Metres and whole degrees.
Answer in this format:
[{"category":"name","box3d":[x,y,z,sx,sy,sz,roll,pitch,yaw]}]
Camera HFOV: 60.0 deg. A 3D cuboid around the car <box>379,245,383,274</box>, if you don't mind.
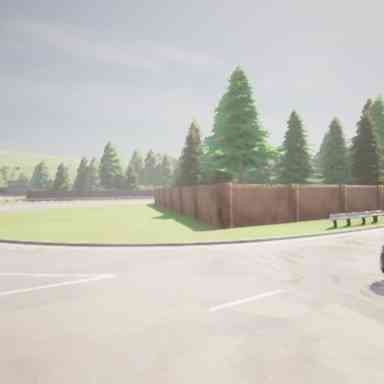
[{"category":"car","box3d":[6.525,1.455,8.418,4.674,1.442,1.812,-1,0,-36]}]
